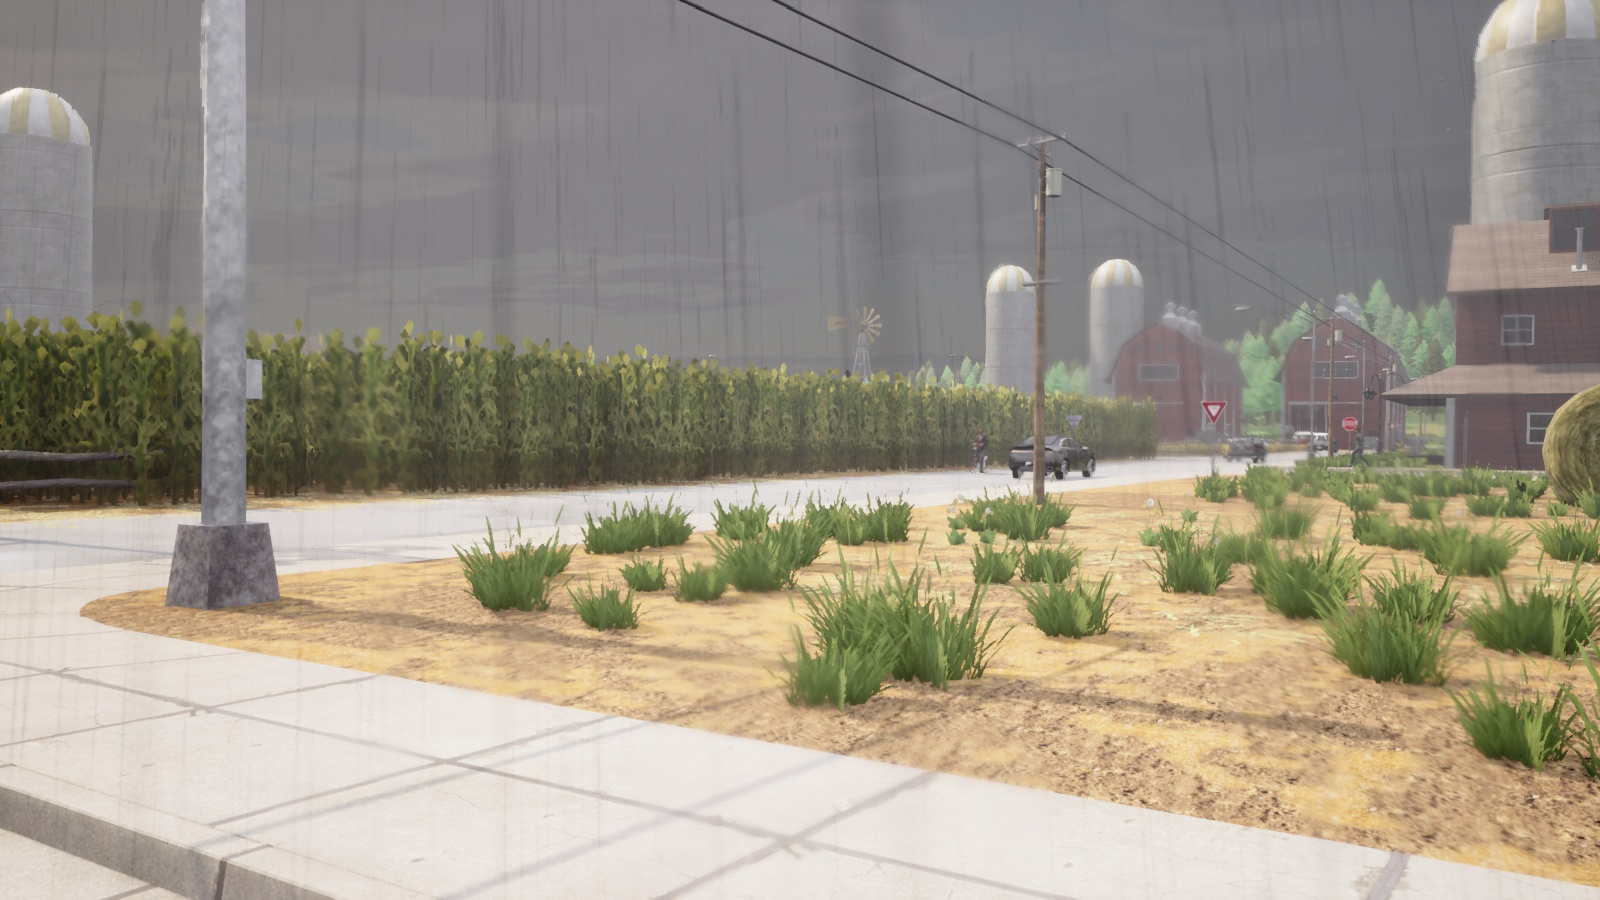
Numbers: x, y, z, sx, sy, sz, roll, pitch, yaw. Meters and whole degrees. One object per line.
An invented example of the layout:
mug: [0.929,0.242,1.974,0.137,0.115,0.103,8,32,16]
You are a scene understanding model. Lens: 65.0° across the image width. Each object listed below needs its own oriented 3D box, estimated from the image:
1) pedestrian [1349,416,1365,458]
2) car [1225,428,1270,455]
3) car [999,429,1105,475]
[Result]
pedestrian: [24.251,-0.564,54.671,0.614,1.847,0.353,0,1,27]
car: [26.264,-0.498,73.624,1.789,1.549,3.705,0,1,30]
car: [8.944,0.038,44.232,2.128,1.511,4.902,0,1,31]
